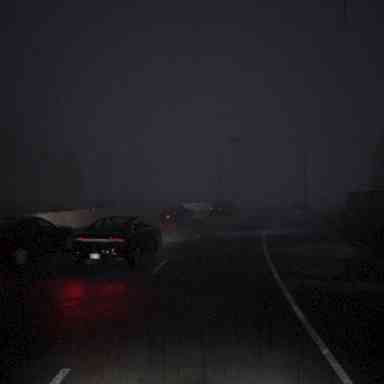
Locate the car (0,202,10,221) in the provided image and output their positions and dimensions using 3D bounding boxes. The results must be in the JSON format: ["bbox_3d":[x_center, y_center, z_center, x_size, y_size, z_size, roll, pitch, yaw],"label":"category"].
[{"bbox_3d":[-17.324,1.658,26.621,1.882,1.535,5.008,0,-1,15],"label":"car"}]

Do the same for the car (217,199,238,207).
[{"bbox_3d":[7.176,2.138,66.779,1.837,1.490,4.892,0,-1,40],"label":"car"}]

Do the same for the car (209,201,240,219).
[{"bbox_3d":[3.304,1.667,32.872,2.097,1.767,4.553,0,-1,21],"label":"car"}]

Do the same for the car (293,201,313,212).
[{"bbox_3d":[15.599,1.994,46.812,1.837,1.490,4.892,0,-1,33],"label":"car"}]

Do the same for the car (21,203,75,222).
[{"bbox_3d":[-12.778,1.753,29.900,1.812,1.442,4.674,0,-1,18],"label":"car"}]

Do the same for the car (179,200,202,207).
[{"bbox_3d":[-0.249,2.178,62.907,1.895,1.301,4.718,0,-1,36],"label":"car"}]

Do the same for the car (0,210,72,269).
[{"bbox_3d":[-5.911,1.563,11.577,1.882,1.535,5.008,0,-1,7],"label":"car"}]

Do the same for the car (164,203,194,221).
[{"bbox_3d":[-1.322,1.878,30.645,1.895,1.301,4.718,0,-1,19],"label":"car"}]

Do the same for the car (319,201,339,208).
[{"bbox_3d":[25.098,2.255,60.795,4.718,1.301,1.895,1,-1,-45],"label":"car"}]

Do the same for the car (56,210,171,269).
[{"bbox_3d":[-2.375,1.591,11.660,2.128,1.511,4.902,0,-1,8],"label":"car"}]

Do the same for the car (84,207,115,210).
[{"bbox_3d":[-8.771,1.603,30.877,2.097,1.767,4.553,0,-1,19],"label":"car"}]
